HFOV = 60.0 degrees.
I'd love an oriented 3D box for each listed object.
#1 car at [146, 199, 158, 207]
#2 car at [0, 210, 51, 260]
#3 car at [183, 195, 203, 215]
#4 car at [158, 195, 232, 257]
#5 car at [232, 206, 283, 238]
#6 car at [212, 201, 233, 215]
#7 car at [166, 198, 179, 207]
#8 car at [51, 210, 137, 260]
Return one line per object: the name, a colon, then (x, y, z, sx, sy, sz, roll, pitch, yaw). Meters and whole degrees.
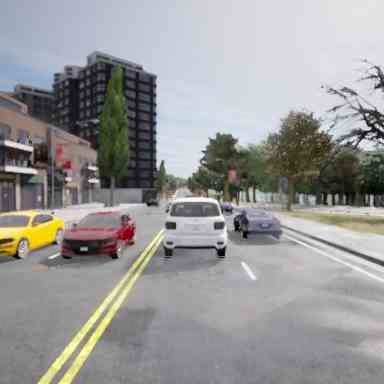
car: (-6.541, 1.879, 56.256, 1.895, 1.301, 4.718, 0, -1, 1)
car: (-6.599, 1.504, 12.816, 1.882, 1.535, 5.008, 0, 0, 0)
car: (0.103, 1.350, 37.418, 2.150, 2.045, 5.566, 0, 0, 0)
car: (0.100, 1.249, 13.205, 2.150, 2.045, 5.566, 0, 0, 0)
car: (3.351, 1.590, 17.774, 2.033, 1.411, 5.357, 0, 0, 0)
car: (3.352, 1.728, 37.061, 1.895, 1.301, 4.718, 0, 0, 0)
car: (-3.291, 1.805, 56.391, 1.812, 1.442, 4.674, 0, -1, 0)
car: (-3.350, 1.504, 12.815, 1.882, 1.535, 5.008, 0, 0, 0)
